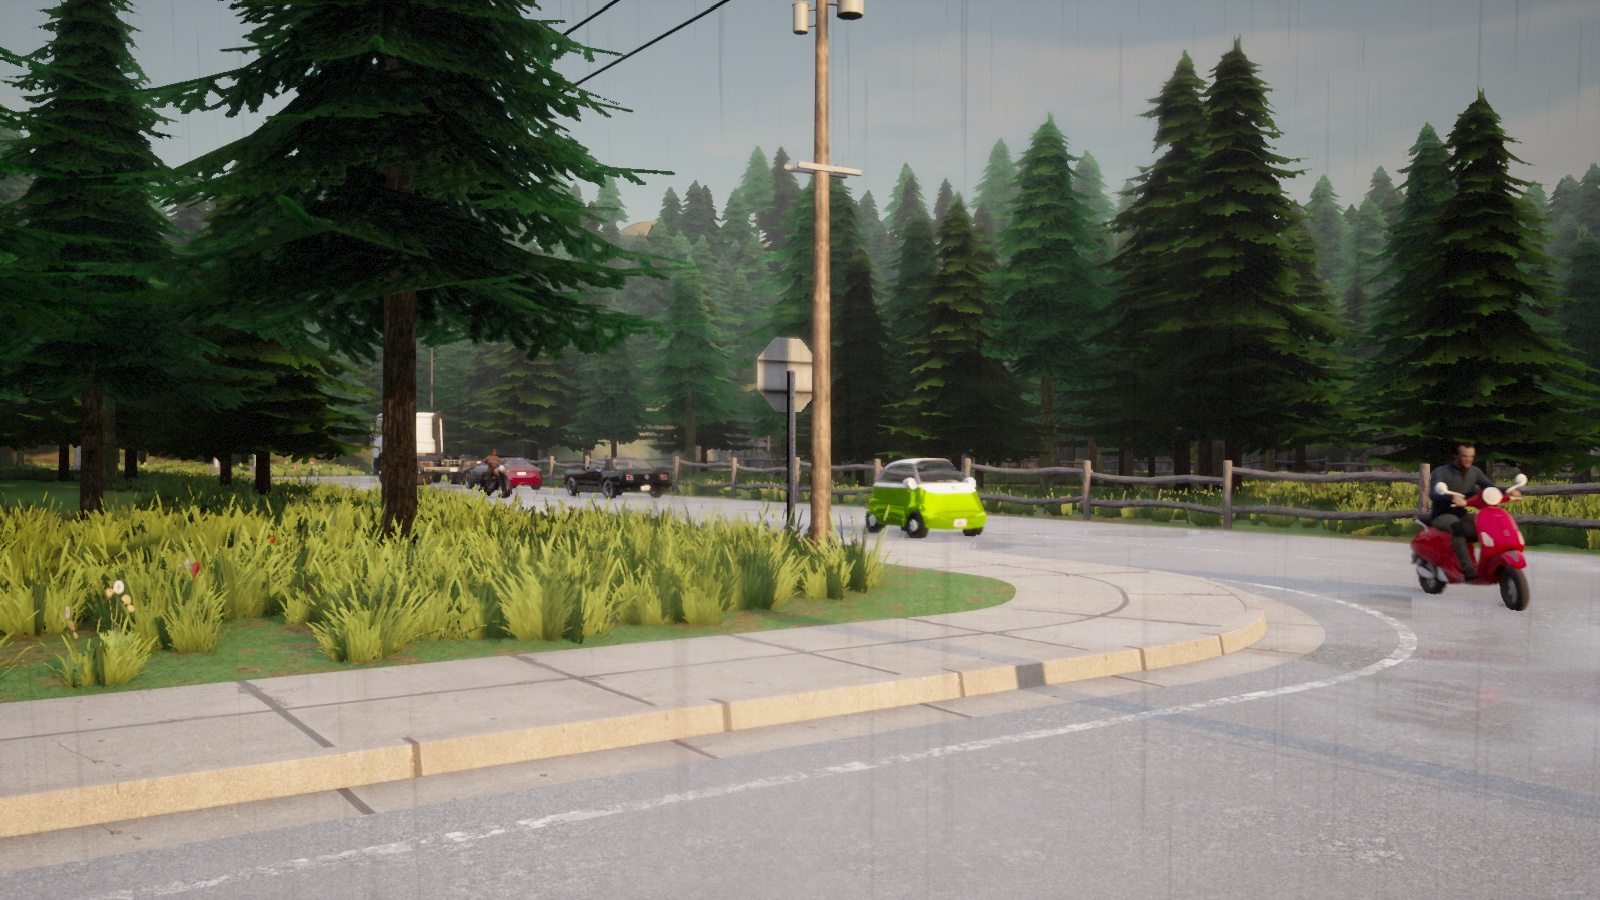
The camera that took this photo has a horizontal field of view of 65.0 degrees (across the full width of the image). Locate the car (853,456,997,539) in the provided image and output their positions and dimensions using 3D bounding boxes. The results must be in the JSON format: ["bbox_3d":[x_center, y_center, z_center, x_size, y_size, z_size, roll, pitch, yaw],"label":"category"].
[{"bbox_3d":[2.172,0.814,22.209,1.481,1.376,2.207,0,-1,-32],"label":"car"}]

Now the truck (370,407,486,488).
[{"bbox_3d":[-17.312,-0.085,58.062,2.891,3.462,7.936,0,0,-34],"label":"truck"}]

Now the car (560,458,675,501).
[{"bbox_3d":[-6.036,0.932,41.131,1.895,1.301,4.718,0,0,-34],"label":"car"}]

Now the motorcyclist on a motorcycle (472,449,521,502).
[{"bbox_3d":[-9.778,0.788,40.433,0.766,1.649,2.350,0,0,-34],"label":"motorcyclist on a motorcycle"}]

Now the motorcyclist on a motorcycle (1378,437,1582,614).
[{"bbox_3d":[6.664,0.689,12.441,0.866,1.590,1.817,-2,0,-5],"label":"motorcyclist on a motorcycle"}]

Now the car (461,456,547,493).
[{"bbox_3d":[-11.763,0.929,49.734,1.994,1.385,4.181,0,0,-34],"label":"car"}]
